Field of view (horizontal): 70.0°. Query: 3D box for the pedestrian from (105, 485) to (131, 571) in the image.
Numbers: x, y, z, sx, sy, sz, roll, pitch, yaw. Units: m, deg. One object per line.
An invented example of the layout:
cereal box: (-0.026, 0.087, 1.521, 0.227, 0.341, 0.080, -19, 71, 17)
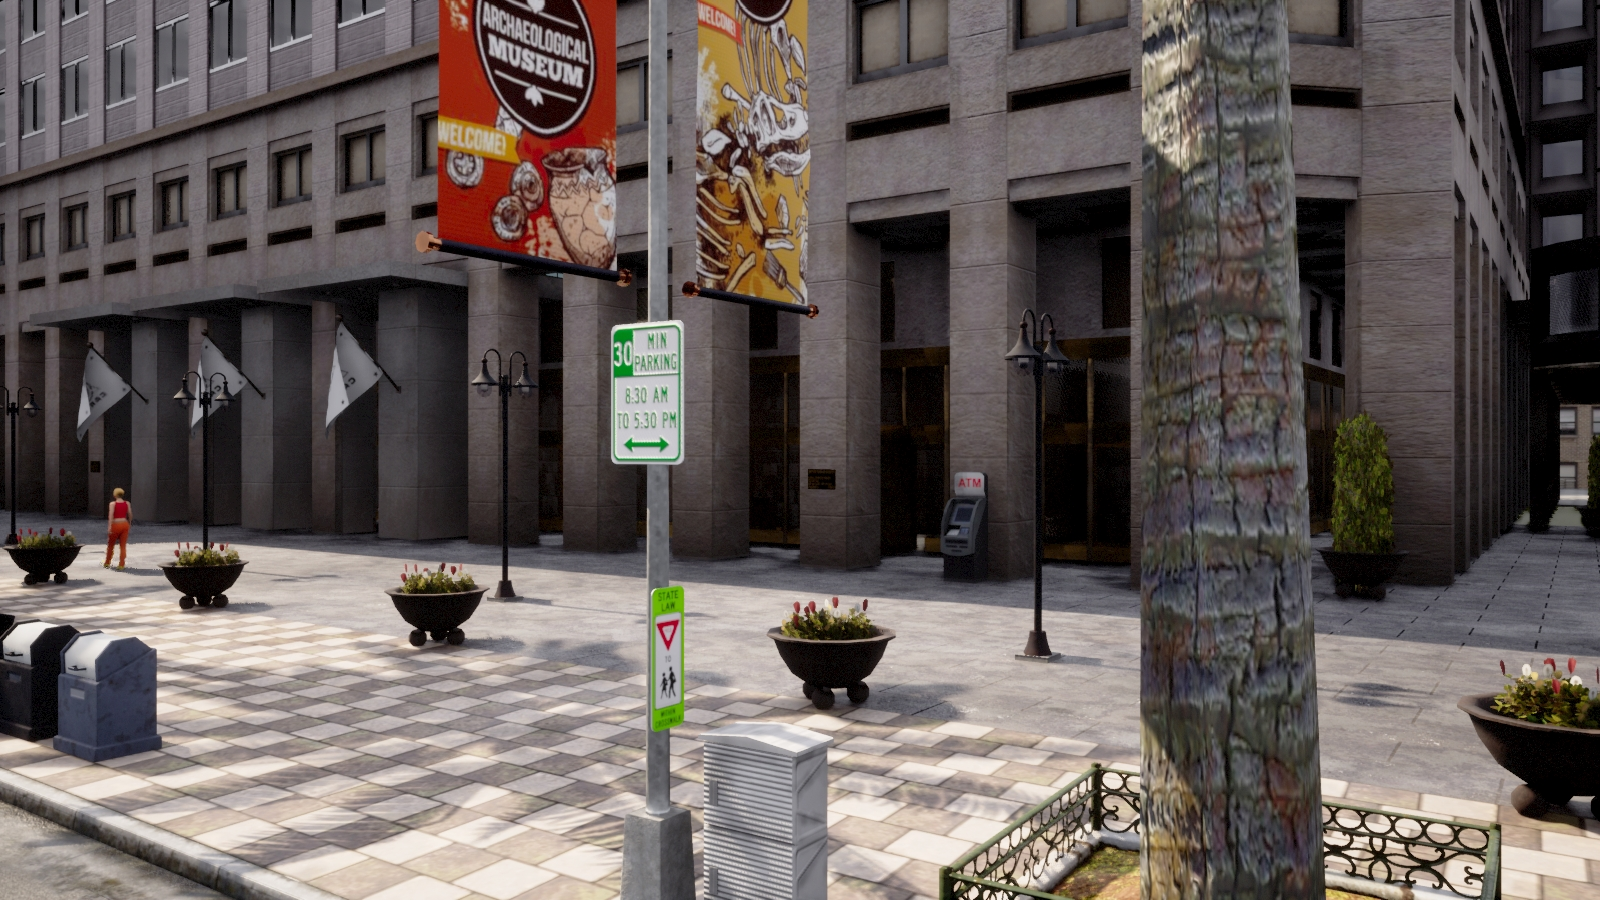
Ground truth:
pedestrian: (-15.022, 1.704, 25.158, 0.375, 1.860, 0.375, 0, 0, 39)
